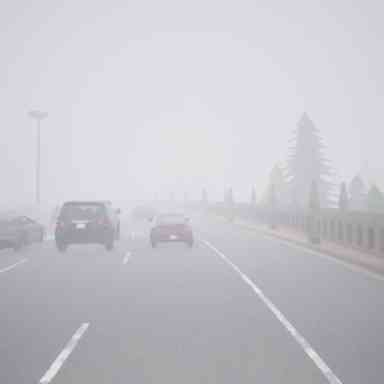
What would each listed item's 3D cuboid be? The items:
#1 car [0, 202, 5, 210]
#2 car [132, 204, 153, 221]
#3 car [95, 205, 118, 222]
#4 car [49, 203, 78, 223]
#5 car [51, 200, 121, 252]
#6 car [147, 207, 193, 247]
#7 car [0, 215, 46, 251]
[{"bbox_3d":[-33.477,2.387,57.189,1.895,1.301,4.718,0,-1,-37],"label":"car"},{"bbox_3d":[-4.523,1.878,31.345,2.033,1.411,5.357,0,-1,-17],"label":"car"},{"bbox_3d":[-7.910,1.931,30.447,1.895,1.301,4.718,0,-1,-17],"label":"car"},{"bbox_3d":[-11.319,1.822,29.612,2.128,1.511,4.902,0,-1,-17],"label":"car"},{"bbox_3d":[-4.478,1.370,14.946,2.150,2.045,5.566,0,0,-8],"label":"car"},{"bbox_3d":[-1.068,1.682,15.771,1.812,1.442,4.674,0,0,-8],"label":"car"},{"bbox_3d":[-7.989,1.721,14.725,1.994,1.385,4.181,0,-1,-8],"label":"car"}]
